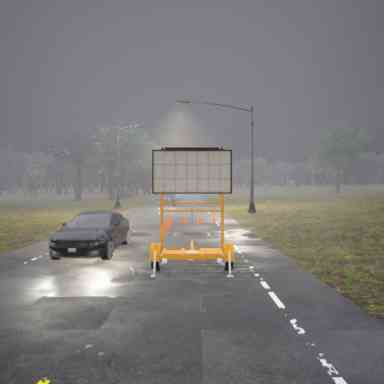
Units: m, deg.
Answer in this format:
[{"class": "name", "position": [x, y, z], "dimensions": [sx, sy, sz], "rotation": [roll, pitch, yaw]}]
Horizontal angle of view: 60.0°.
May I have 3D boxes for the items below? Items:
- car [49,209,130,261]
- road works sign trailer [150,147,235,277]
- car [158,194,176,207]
[{"class": "car", "position": [-3.592, 1.457, 12.467], "dimensions": [1.882, 1.535, 5.008], "rotation": [0, 0, 0]}, {"class": "road works sign trailer", "position": [0.006, 0.451, 10.162], "dimensions": [2.380, 3.560, 2.880], "rotation": [0, 0, 0]}, {"class": "car", "position": [-3.467, 1.014, 47.134], "dimensions": [2.150, 2.045, 5.566], "rotation": [0, 0, 0]}]
